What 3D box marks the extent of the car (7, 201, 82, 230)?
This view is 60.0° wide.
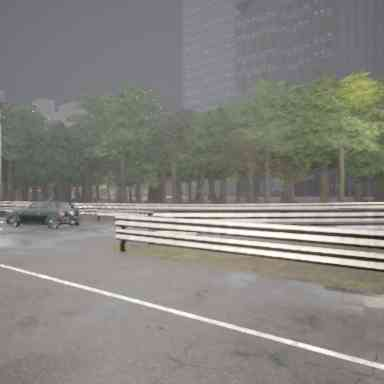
[{"bbox_3d":[-9.419,1.343,21.137,4.553,1.767,2.097,0,0,19],"label":"car"}]
